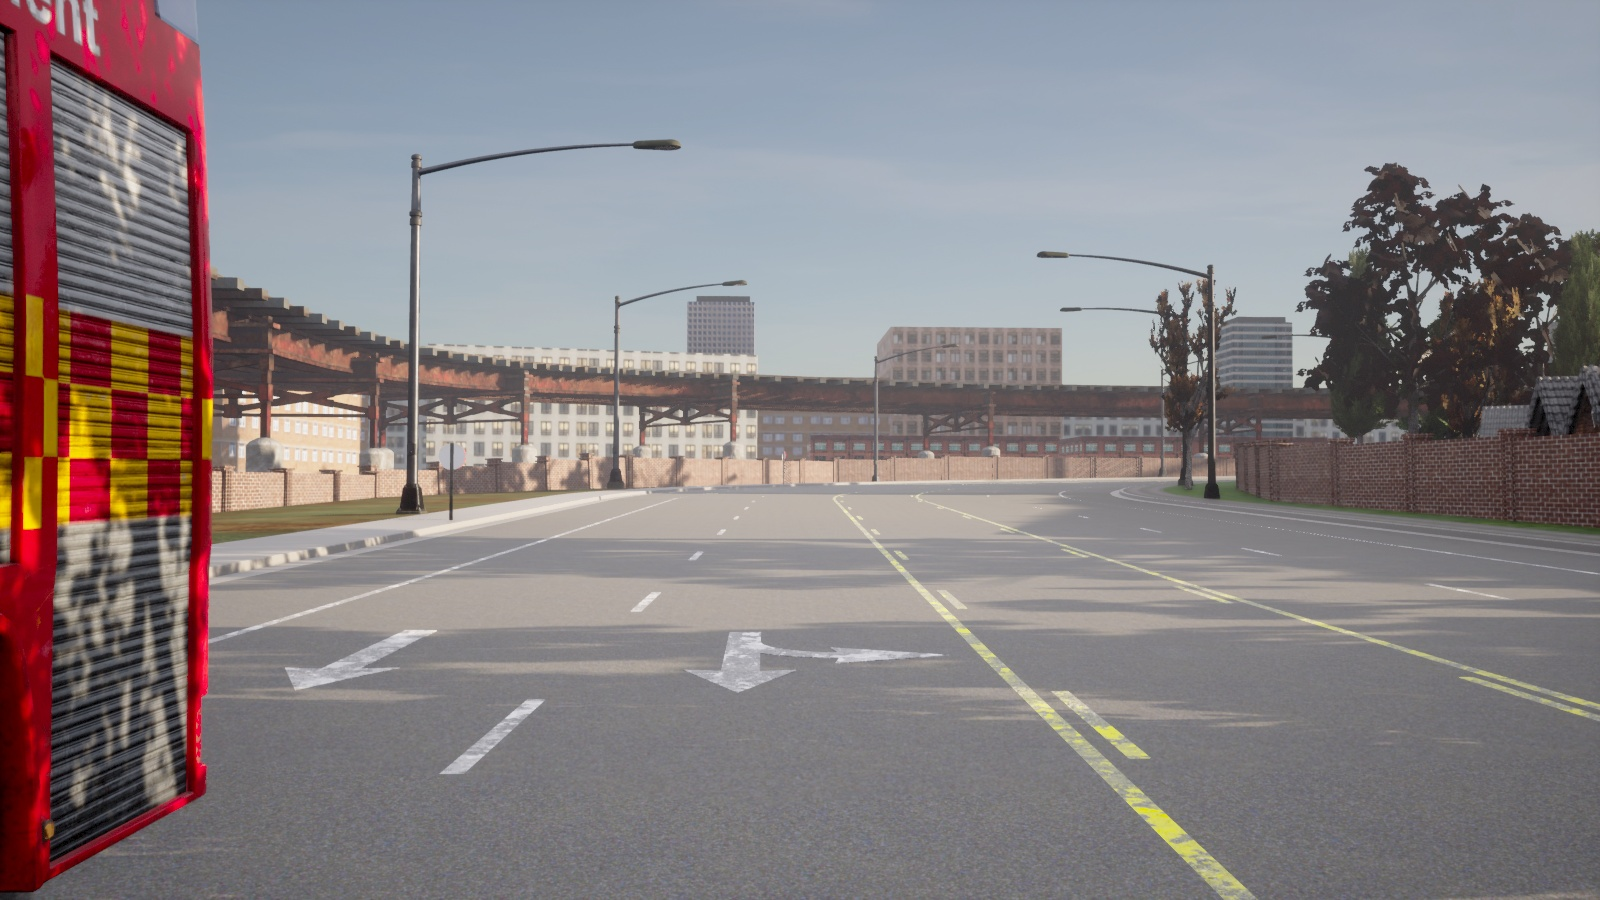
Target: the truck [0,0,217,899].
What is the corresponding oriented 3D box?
[{"bbox_3d":[-3.504,-0.332,0.213,2.891,3.827,8.468,0,-1,0],"label":"truck"}]
